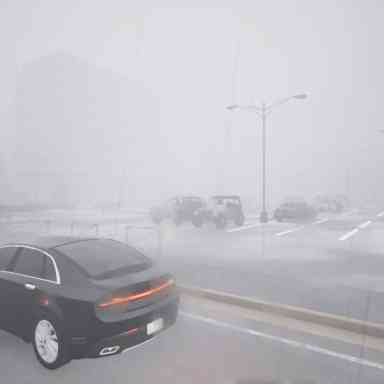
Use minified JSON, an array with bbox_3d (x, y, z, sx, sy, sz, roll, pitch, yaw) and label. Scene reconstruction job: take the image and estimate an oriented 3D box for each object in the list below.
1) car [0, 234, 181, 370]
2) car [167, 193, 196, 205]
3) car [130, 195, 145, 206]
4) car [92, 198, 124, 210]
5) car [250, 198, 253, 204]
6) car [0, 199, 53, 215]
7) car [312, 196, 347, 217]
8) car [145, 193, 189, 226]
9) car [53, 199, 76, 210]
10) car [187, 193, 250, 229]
[{"bbox_3d":[-2.454,1.505,5.750,4.892,1.490,1.837,0,0,36],"label":"car"},{"bbox_3d":[-1.836,1.223,57.910,2.150,2.045,5.566,0,0,34],"label":"car"},{"bbox_3d":[-8.128,1.352,54.904,2.097,1.767,4.553,0,0,34],"label":"car"},{"bbox_3d":[-11.104,1.526,44.235,1.812,1.442,4.674,0,0,34],"label":"car"},{"bbox_3d":[9.835,1.505,62.475,1.837,1.490,4.892,0,0,34],"label":"car"},{"bbox_3d":[-17.502,1.601,34.752,1.895,1.301,4.718,0,0,34],"label":"car"},{"bbox_3d":[13.749,1.395,33.166,1.970,1.475,3.806,0,0,34],"label":"car"},{"bbox_3d":[-0.660,1.153,21.899,1.932,1.855,4.605,0,0,34],"label":"car"},{"bbox_3d":[-17.151,1.547,41.543,2.033,1.411,5.357,0,0,34],"label":"car"},{"bbox_3d":[1.704,1.156,20.229,1.905,1.878,3.866,0,0,34],"label":"car"}]
